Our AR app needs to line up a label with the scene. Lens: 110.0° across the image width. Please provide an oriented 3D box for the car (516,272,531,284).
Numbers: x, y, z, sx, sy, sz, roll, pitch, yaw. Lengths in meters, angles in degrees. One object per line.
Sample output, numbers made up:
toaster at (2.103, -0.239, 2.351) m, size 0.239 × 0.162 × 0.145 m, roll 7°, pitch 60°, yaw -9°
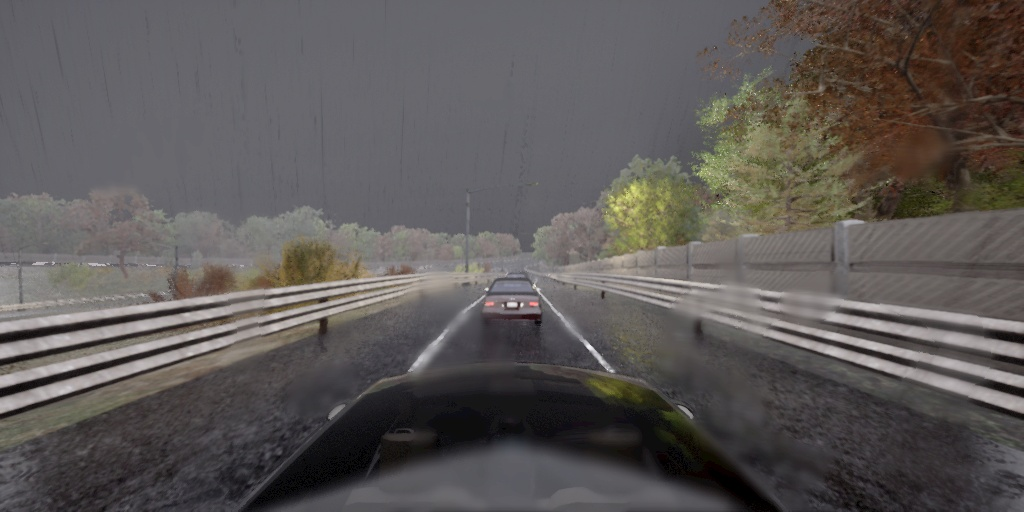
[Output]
car at (1.559, 2.953, 48.811) m, size 1.837 × 1.490 × 4.892 m, roll 0°, pitch -2°, yaw 4°

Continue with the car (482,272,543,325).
car at (0.016, 1.434, 12.290) m, size 2.033 × 1.411 × 5.357 m, roll 0°, pitch -1°, yaw 0°
